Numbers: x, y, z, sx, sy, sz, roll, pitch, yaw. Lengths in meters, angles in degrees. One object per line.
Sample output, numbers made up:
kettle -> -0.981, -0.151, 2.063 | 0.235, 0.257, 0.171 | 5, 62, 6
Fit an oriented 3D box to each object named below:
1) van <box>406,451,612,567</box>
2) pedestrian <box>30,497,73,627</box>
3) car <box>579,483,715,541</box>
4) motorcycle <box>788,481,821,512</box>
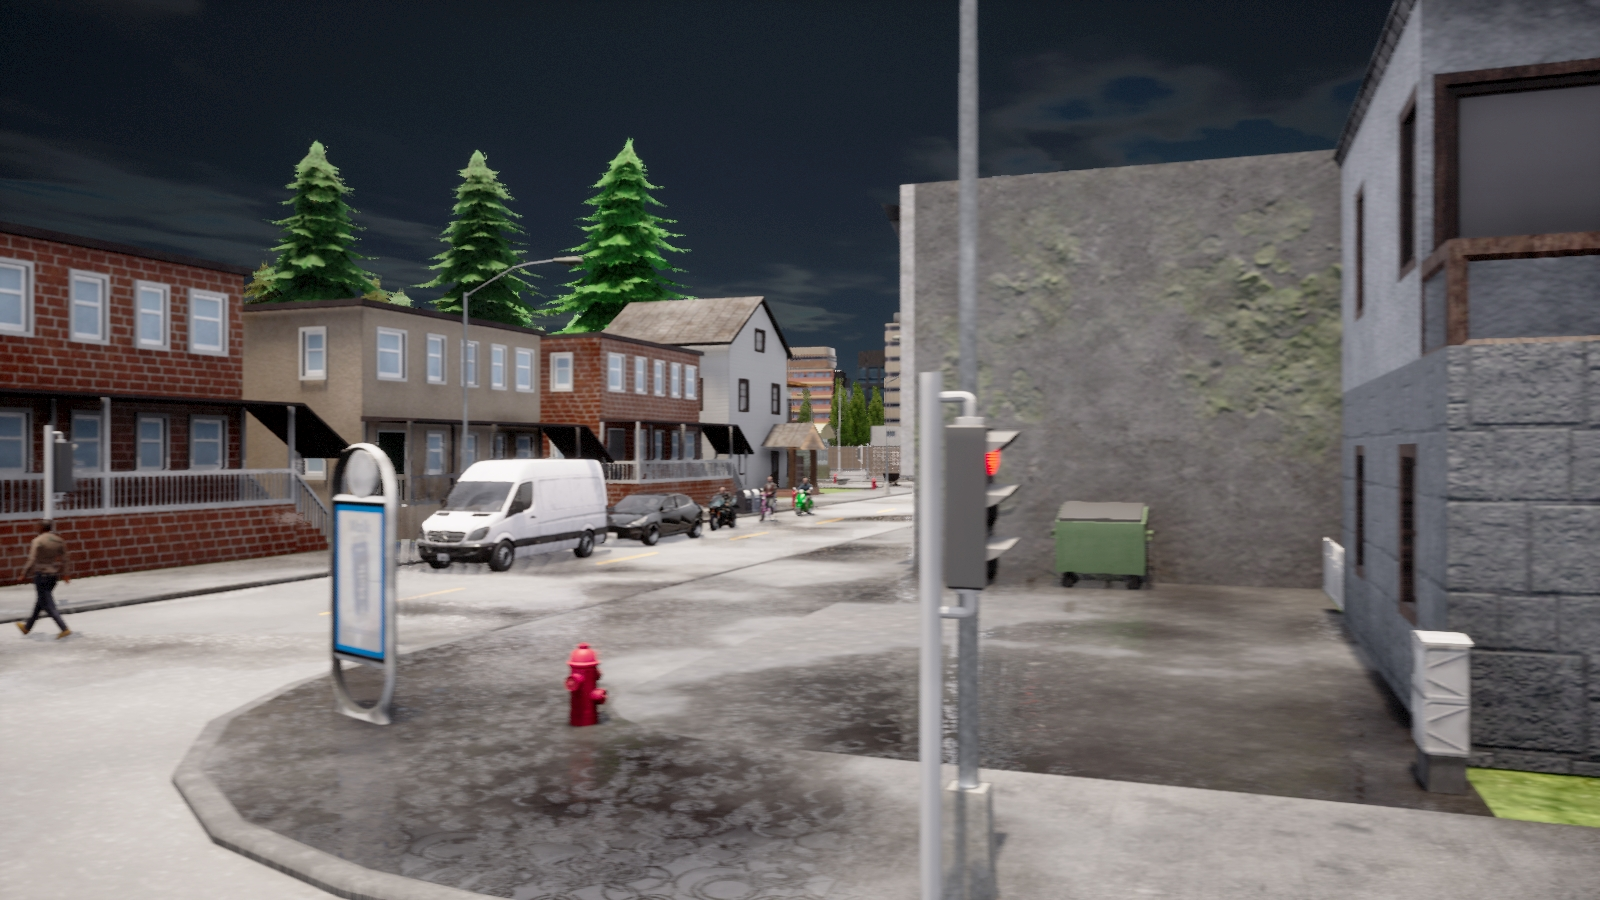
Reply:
van -> -7.022, 1.312, 28.429 | 1.988, 2.561, 5.915 | 0, 0, 20
pedestrian -> -10.941, 1.626, 16.710 | 0.375, 1.860, 0.375 | 0, 0, 18
car -> -4.585, 1.840, 35.107 | 2.163, 1.488, 4.792 | 0, 0, 20
motorcycle -> 0.207, 1.959, 48.274 | 0.856, 1.236, 1.805 | 0, 0, 20
